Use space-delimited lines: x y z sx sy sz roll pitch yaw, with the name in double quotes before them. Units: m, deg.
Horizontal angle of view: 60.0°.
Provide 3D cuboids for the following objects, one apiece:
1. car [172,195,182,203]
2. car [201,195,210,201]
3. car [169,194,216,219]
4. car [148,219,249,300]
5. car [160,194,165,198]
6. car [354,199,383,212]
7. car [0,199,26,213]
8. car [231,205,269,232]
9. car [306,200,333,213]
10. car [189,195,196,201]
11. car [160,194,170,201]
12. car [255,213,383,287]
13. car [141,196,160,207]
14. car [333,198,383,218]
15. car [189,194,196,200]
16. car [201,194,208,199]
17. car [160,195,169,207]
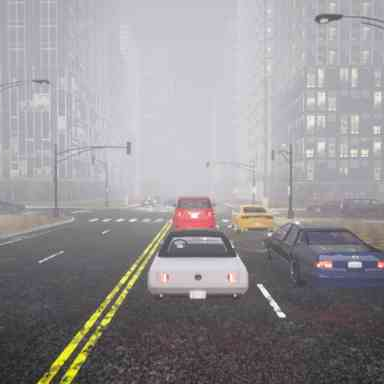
"car" -3.182 1.450 71.526 2.128 1.511 4.902 0 0 0
"car" 3.329 1.440 81.564 2.033 1.411 5.357 0 0 0
"car" 0.117 1.208 18.088 2.150 2.045 5.566 0 0 0
"car" 0.109 1.596 8.329 1.895 1.301 4.718 0 0 0
"car" -6.496 1.419 60.417 1.882 1.535 5.008 0 0 -1
"car" 21.847 1.634 39.043 4.829 1.417 1.752 1 0 1
"car" -19.360 1.400 33.970 4.181 1.385 1.994 1 1 1
"car" 3.372 1.464 19.175 1.882 1.535 5.008 0 0 1
"car" 15.204 1.570 36.603 5.008 1.535 1.882 1 1 2
"car" 0.079 1.432 82.183 1.812 1.442 4.674 0 0 0
"car" -6.423 1.265 80.617 2.097 1.767 4.553 0 0 0
"car" 3.364 1.541 9.356 2.033 1.411 5.357 0 0 0
"car" -6.546 1.446 50.743 2.128 1.511 4.902 0 0 0
"car" 16.231 1.512 30.762 5.009 1.841 2.192 1 0 1
"car" 0.089 1.414 91.984 1.812 1.442 4.674 0 0 0
"car" 3.339 1.246 91.981 1.812 1.442 4.674 0 0 0
"car" -3.290 1.518 51.177 1.994 1.385 4.181 0 0 0
